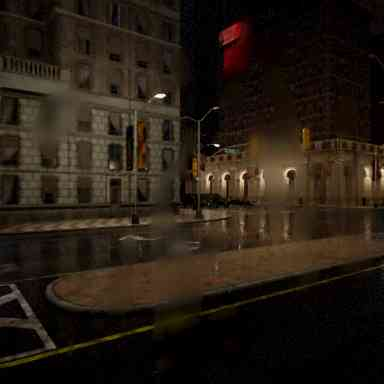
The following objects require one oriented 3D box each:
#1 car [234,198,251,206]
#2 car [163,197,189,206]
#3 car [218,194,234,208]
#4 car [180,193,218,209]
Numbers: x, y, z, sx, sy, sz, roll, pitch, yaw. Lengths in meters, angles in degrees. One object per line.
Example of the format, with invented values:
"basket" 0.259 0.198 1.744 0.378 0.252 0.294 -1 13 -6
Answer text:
"car" 7.465 1.601 54.715 1.895 1.301 4.718 0 0 -35
"car" -2.836 1.547 56.855 2.033 1.411 5.357 0 0 -34
"car" 3.086 1.221 48.487 2.150 2.045 5.566 0 0 -36
"car" 0.597 1.221 45.948 2.150 2.045 5.566 0 0 -35
